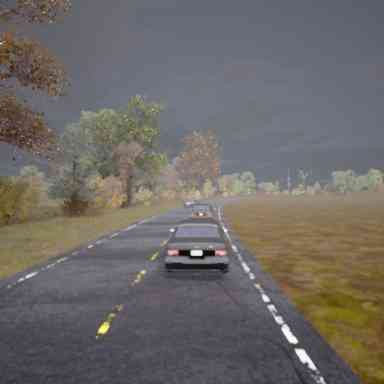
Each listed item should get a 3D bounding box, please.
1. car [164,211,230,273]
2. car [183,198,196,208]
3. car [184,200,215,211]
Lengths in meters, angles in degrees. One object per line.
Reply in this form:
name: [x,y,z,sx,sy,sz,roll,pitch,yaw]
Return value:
car: [0.205,1.577,10.815,2.033,1.411,5.357,0,0,2]
car: [-0.263,1.619,51.063,2.128,1.511,4.902,0,0,6]
car: [0.803,1.614,25.762,2.033,1.411,5.357,0,0,4]
